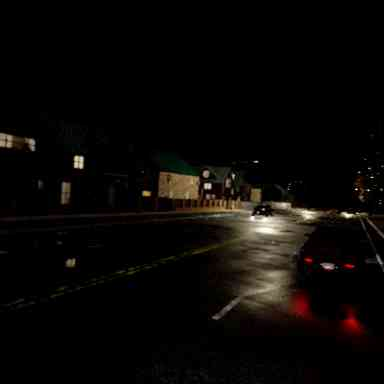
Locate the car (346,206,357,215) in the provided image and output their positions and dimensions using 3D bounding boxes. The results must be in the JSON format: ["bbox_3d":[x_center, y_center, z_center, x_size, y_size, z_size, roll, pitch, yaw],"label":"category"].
[{"bbox_3d":[38.132,4.783,79.677,1.994,1.385,4.181,4,-1,26],"label":"car"}]

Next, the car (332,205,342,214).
[{"bbox_3d":[36.901,4.330,84.503,2.150,2.045,5.566,4,-1,26],"label":"car"}]

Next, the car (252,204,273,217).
[{"bbox_3d":[9.045,2.358,42.177,1.837,1.490,4.892,4,0,26],"label":"car"}]

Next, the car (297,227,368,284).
[{"bbox_3d":[4.700,1.906,11.045,1.812,1.442,4.674,4,0,26],"label":"car"}]

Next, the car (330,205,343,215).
[{"bbox_3d":[32.306,4.245,75.112,1.882,1.535,5.008,4,-1,26],"label":"car"}]
